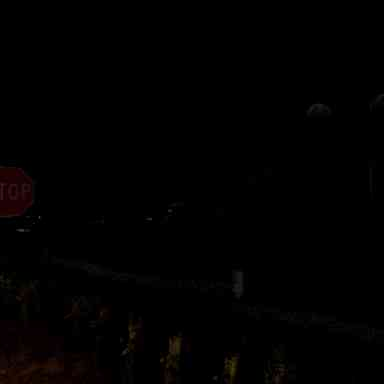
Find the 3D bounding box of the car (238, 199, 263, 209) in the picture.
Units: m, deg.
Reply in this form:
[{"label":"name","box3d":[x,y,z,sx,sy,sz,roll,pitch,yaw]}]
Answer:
[{"label":"car","box3d":[7.955,1.709,45.063,2.128,1.511,4.902,-1,-1,36]}]

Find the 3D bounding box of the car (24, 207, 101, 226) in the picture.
[{"label":"car","box3d":[-8.562,1.656,22.304,1.895,1.301,4.718,-1,-1,36]}]

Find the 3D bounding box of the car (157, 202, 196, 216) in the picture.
[{"label":"car","box3d":[-1.364,1.680,32.284,1.812,1.442,4.674,-1,-1,36]}]
